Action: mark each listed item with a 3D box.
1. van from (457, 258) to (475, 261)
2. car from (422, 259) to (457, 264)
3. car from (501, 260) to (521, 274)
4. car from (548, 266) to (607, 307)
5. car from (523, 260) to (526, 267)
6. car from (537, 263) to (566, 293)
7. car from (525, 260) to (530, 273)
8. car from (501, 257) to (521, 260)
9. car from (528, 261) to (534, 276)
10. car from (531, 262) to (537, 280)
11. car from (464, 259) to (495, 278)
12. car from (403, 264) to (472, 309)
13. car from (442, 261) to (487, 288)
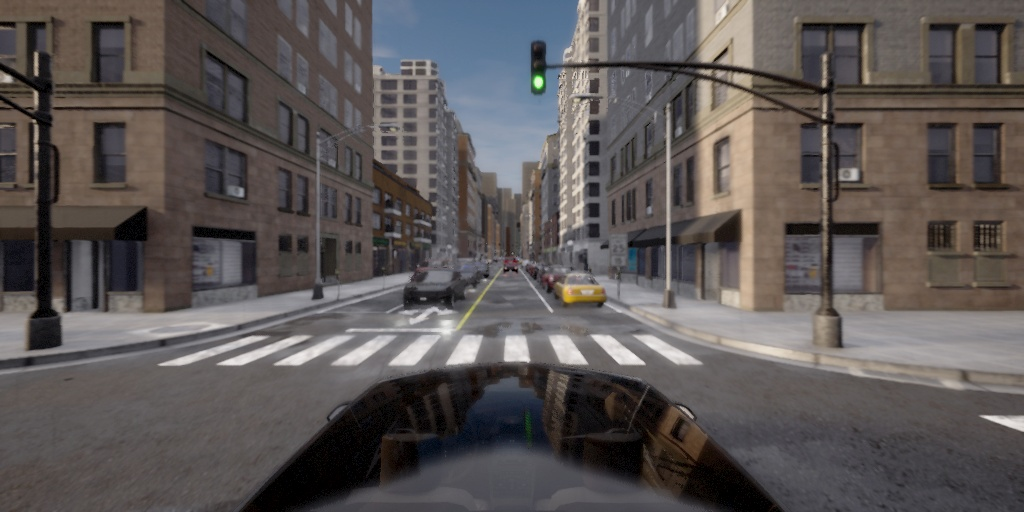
[{"bbox_3d":[-5.824,1.224,43.124,1.690,1.789,3.998,0,0,0],"label":"van"},{"bbox_3d":[-5.756,1.154,26.546,2.192,1.841,5.009,0,0,0],"label":"car"},{"bbox_3d":[-0.164,1.479,44.700,1.895,1.301,4.718,0,0,0],"label":"car"},{"bbox_3d":[2.814,1.319,15.698,1.751,1.417,4.829,0,0,0],"label":"car"},{"bbox_3d":[2.702,1.420,43.158,2.007,1.370,4.403,0,0,0],"label":"car"},{"bbox_3d":[2.792,1.249,21.054,1.967,1.591,4.097,0,0,0],"label":"car"},{"bbox_3d":[2.724,1.400,37.633,1.888,1.381,4.507,0,0,0],"label":"car"},{"bbox_3d":[-0.205,1.122,54.702,2.150,2.045,5.566,0,0,0],"label":"car"},{"bbox_3d":[2.747,1.406,32.106,1.948,1.339,4.313,0,0,0],"label":"car"},{"bbox_3d":[2.769,1.376,26.580,2.007,1.370,4.403,0,0,0],"label":"car"},{"bbox_3d":[-3.179,1.350,35.315,2.128,1.511,4.902,0,0,0],"label":"car"},{"bbox_3d":[-3.139,1.280,15.392,1.882,1.535,5.008,0,0,1],"label":"car"},{"bbox_3d":[-3.174,1.322,24.932,2.128,1.511,4.902,0,0,0],"label":"car"}]
